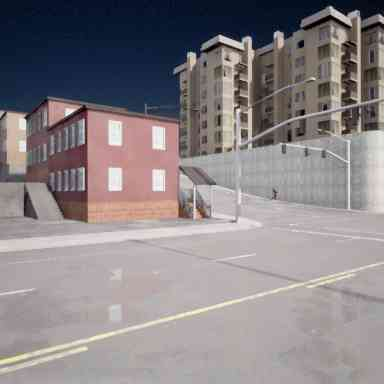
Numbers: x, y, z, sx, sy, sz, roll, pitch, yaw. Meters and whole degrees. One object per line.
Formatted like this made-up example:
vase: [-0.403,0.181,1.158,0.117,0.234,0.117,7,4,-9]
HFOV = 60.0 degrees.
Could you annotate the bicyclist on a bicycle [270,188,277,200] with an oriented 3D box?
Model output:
bicyclist on a bicycle: [11.180,0.297,45.374,1.656,1.620,0.582,0,6,-35]
